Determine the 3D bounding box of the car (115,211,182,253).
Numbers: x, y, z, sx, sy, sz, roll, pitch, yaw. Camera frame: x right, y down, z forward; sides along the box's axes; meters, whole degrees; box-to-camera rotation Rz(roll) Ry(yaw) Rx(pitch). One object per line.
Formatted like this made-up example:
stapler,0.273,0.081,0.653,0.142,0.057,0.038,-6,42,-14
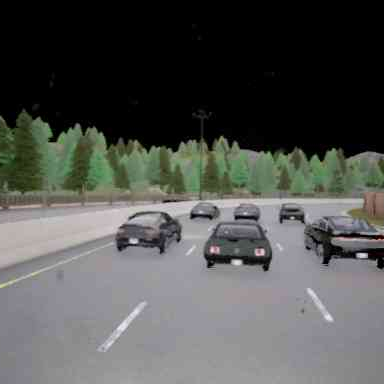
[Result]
car,-1.608,1.487,13.487,1.812,1.442,4.674,1,0,9

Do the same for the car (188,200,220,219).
car,1.203,1.580,28.439,1.994,1.385,4.181,1,0,14

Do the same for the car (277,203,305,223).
car,8.015,1.666,26.898,1.837,1.490,4.892,1,0,14

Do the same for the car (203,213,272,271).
car,1.573,1.630,11.204,1.895,1.301,4.718,1,0,9

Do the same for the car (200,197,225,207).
car,3.434,1.546,54.057,2.128,1.511,4.902,1,0,28

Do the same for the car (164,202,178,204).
car,-3.319,1.513,56.262,1.895,1.301,4.718,1,0,28

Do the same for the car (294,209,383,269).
car,5.214,1.597,11.826,2.128,1.511,4.902,1,0,9

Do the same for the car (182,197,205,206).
car,0.310,1.514,55.683,1.812,1.442,4.674,1,0,28

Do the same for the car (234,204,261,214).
car,4.673,1.653,27.929,1.994,1.385,4.181,1,0,14
